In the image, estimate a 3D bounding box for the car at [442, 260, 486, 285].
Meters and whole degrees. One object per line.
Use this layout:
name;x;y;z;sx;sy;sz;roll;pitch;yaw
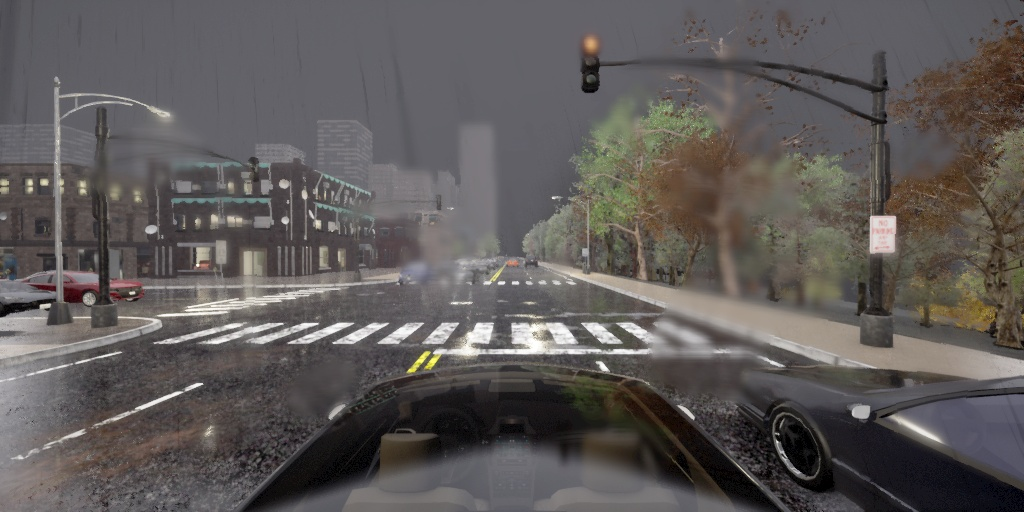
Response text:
car;-3.321;1.235;25.816;2.128;1.511;4.902;0;0;0

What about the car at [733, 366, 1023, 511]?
car;3.350;1.297;1.482;2.033;1.411;5.357;0;0;0

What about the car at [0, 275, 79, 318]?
car;-19.933;1.564;13.658;4.313;1.339;1.948;0;0;0

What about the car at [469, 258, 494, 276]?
car;-3.305;1.229;37.611;2.128;1.511;4.902;0;0;0

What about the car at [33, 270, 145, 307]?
car;-19.822;1.448;16.363;5.008;1.535;1.882;-1;1;0

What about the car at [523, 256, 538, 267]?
car;3.424;0.948;64.229;2.150;2.045;5.566;0;0;0

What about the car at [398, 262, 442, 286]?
car;-6.569;1.269;25.492;1.812;1.442;4.674;0;0;0

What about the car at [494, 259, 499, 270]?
car;-3.286;1.225;49.991;2.128;1.511;4.902;0;0;0
